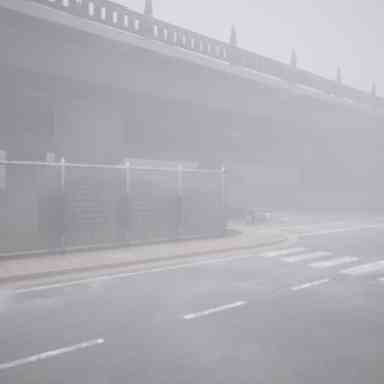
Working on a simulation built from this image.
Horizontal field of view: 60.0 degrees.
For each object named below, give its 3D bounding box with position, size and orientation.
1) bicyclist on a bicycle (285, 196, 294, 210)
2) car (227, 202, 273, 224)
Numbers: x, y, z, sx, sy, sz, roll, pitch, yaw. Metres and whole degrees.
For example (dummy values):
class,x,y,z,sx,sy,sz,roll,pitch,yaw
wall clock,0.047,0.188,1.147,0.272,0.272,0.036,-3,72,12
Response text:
class,x,y,z,sx,sy,sz,roll,pitch,yaw
bicyclist on a bicycle,11.369,1.274,38.940,1.656,1.620,0.582,0,0,-36
car,3.791,1.477,24.741,2.128,1.511,4.902,0,0,-36
